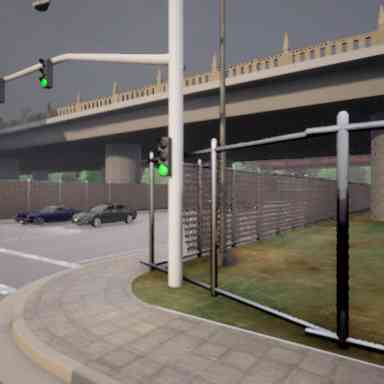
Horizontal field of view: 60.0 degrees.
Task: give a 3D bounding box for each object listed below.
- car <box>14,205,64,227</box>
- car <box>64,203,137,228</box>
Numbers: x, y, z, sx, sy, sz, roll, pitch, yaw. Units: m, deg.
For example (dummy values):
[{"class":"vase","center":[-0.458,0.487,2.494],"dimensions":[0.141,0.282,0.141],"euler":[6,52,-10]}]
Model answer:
[{"class":"car","center":[-9.864,1.634,23.524],"dimensions":[1.895,1.301,4.718],"euler":[0,0,35]},{"class":"car","center":[-5.945,1.541,23.007],"dimensions":[1.837,1.490,4.892],"euler":[0,0,35]}]
